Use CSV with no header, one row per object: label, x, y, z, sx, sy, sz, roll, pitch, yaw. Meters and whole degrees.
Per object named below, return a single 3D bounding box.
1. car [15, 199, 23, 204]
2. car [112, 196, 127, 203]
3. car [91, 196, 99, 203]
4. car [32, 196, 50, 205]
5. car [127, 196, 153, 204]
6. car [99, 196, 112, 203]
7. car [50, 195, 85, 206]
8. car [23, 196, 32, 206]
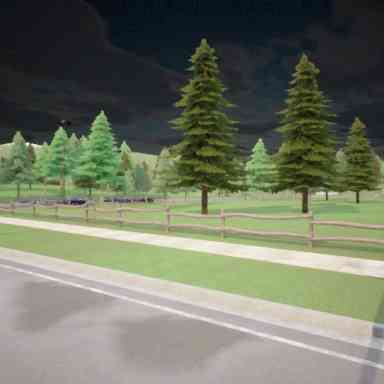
car,-27.712,1.472,57.119,2.128,1.511,4.902,0,0,35
car,-12.709,1.530,66.195,2.033,1.411,5.357,0,0,36
car,-18.874,1.504,69.567,2.128,1.511,4.902,0,0,35
car,-22.223,1.583,52.792,1.895,1.301,4.718,0,0,35
car,-9.700,1.486,64.450,1.837,1.490,4.892,0,0,36
car,-15.994,1.534,67.579,1.994,1.385,4.181,0,0,35
car,-18.896,1.337,51.440,2.097,1.767,4.553,0,0,35
car,-24.746,1.472,55.276,2.128,1.511,4.902,0,0,35
